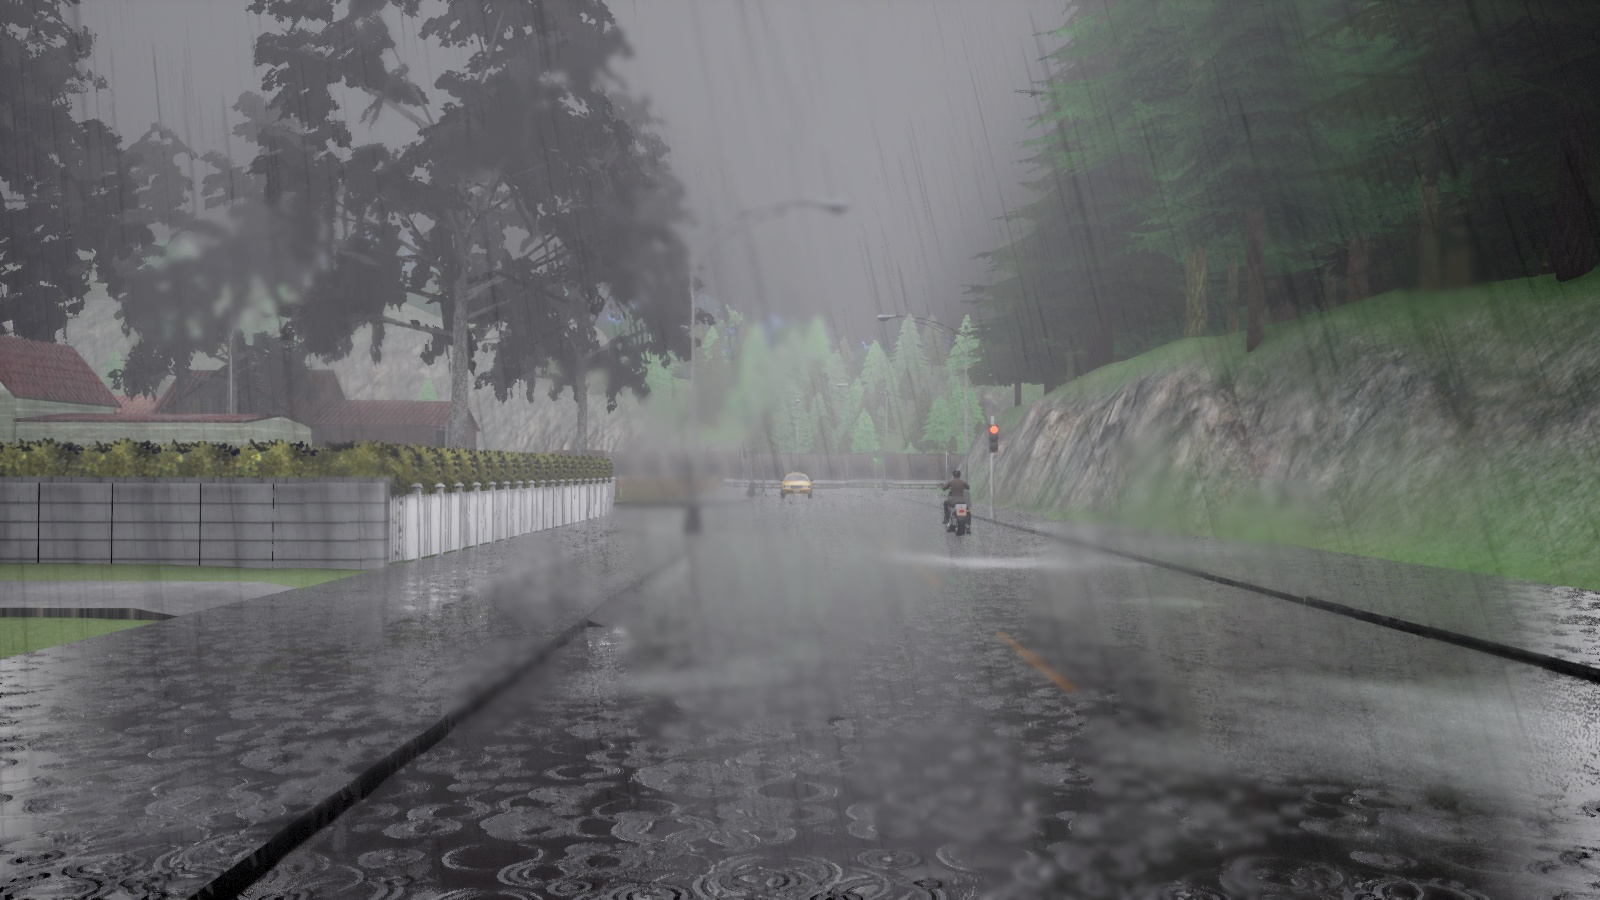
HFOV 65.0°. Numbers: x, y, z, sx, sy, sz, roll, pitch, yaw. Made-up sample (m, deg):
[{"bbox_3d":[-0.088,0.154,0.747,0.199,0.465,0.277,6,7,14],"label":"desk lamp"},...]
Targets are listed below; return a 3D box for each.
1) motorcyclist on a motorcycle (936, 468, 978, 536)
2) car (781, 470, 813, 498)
[{"bbox_3d":[3.921,1.277,31.522,0.766,1.649,2.350,0,-1,0],"label":"motorcyclist on a motorcycle"},{"bbox_3d":[-0.184,1.989,73.693,1.801,1.575,5.366,0,-1,0],"label":"car"}]
